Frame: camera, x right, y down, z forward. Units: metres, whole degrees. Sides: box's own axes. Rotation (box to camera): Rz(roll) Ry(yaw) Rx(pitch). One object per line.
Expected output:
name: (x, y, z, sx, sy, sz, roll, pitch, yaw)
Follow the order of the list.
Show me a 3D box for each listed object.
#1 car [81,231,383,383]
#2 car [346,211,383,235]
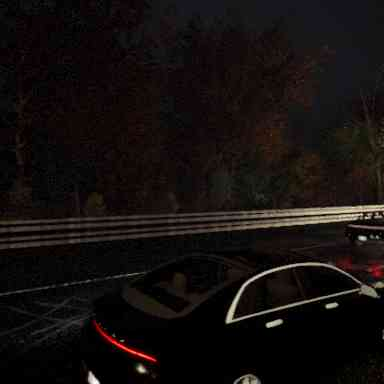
car: (1.061, 1.522, 4.501, 4.892, 1.490, 1.837, 0, 0, -36)
car: (8.482, 1.560, 14.082, 4.902, 1.511, 2.128, 0, 0, -35)
